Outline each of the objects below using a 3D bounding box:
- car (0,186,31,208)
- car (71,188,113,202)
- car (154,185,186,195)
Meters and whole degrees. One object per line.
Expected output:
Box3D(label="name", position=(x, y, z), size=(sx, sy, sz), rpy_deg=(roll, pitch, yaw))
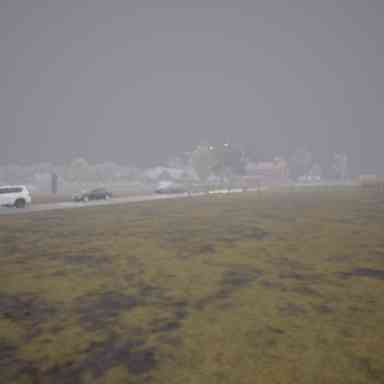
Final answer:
Box3D(label="car", position=(-17.196, 0.530, 29.331), size=(2.150, 2.045, 5.566), rpy_deg=(1, 3, 36))
Box3D(label="car", position=(-11.235, 0.313, 37.524), size=(1.837, 1.490, 4.892), rpy_deg=(1, 3, 36))
Box3D(label="car", position=(-3.123, -0.308, 48.649), size=(2.033, 1.411, 5.357), rpy_deg=(1, 3, 36))
